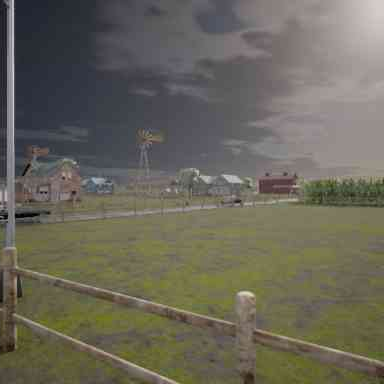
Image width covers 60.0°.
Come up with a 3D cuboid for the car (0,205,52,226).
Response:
[{"bbox_3d":[-12.258,1.535,23.027,1.895,1.301,4.718,-1,0,34],"label":"car"}]

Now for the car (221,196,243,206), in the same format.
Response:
[{"bbox_3d":[6.124,1.282,50.121,2.128,1.511,4.902,-1,0,35],"label":"car"}]
